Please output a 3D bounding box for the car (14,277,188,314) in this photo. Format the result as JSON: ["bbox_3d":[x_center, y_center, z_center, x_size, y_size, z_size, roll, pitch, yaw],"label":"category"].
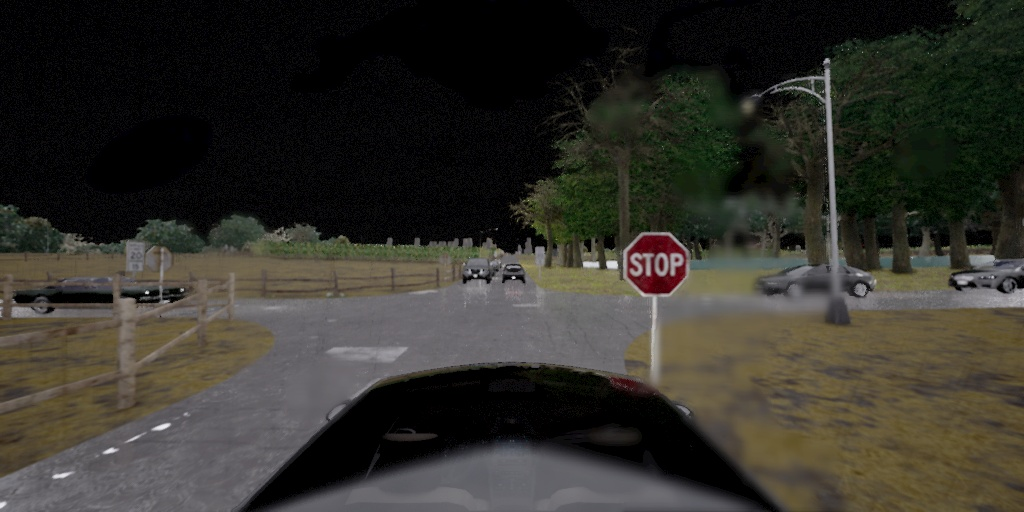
[{"bbox_3d":[-15.458,1.451,13.738,4.718,1.301,1.895,0,-2,-2],"label":"car"}]

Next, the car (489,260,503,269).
[{"bbox_3d":[-2.717,1.431,61.548,2.128,1.511,4.902,0,0,1],"label":"car"}]

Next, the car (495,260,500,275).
[{"bbox_3d":[-2.794,1.461,39.779,2.128,1.511,4.902,0,0,0],"label":"car"}]

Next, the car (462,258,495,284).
[{"bbox_3d":[-2.789,1.166,29.732,2.150,2.045,5.566,0,0,-1],"label":"car"}]

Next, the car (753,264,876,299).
[{"bbox_3d":[13.949,1.161,16.704,4.892,1.490,1.837,-1,-2,0],"label":"car"}]

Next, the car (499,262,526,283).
[{"bbox_3d":[0.131,1.454,30.666,1.837,1.490,4.892,0,0,0],"label":"car"}]

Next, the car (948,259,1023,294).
[{"bbox_3d":[23.436,0.905,16.726,4.902,1.511,2.128,-2,-2,0],"label":"car"}]
